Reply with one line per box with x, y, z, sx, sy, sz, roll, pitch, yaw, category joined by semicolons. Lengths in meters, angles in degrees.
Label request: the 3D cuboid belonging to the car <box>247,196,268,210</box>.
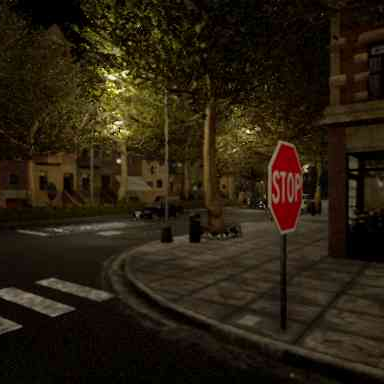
8.929;1.366;42.953;2.097;1.767;4.553;0;0;36;car

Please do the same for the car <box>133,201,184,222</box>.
-2.665;1.506;27.089;2.128;1.511;4.902;0;0;36;car

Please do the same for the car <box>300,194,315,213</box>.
12.185;1.237;36.150;2.435;2.045;5.566;0;0;36;car
